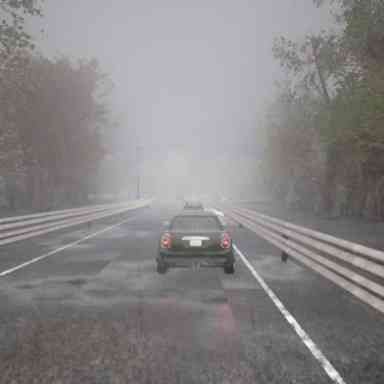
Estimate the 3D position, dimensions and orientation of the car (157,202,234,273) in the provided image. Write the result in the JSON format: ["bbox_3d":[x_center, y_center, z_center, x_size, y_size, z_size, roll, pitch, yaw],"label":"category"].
[{"bbox_3d":[0.102,1.376,10.880,2.097,1.767,4.553,0,0,0],"label":"car"}]
